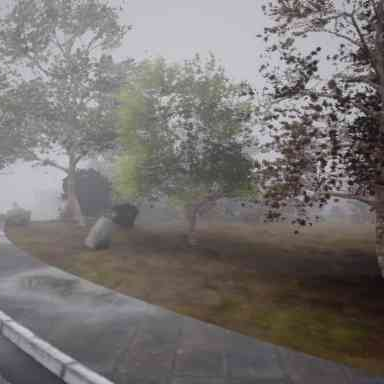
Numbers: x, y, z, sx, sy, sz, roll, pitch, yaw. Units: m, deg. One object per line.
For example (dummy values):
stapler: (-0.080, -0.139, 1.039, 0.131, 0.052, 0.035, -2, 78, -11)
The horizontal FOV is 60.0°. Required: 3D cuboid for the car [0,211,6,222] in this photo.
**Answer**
car: (-19.490, 2.488, 32.404, 2.128, 1.511, 4.902, -3, -5, -9)
